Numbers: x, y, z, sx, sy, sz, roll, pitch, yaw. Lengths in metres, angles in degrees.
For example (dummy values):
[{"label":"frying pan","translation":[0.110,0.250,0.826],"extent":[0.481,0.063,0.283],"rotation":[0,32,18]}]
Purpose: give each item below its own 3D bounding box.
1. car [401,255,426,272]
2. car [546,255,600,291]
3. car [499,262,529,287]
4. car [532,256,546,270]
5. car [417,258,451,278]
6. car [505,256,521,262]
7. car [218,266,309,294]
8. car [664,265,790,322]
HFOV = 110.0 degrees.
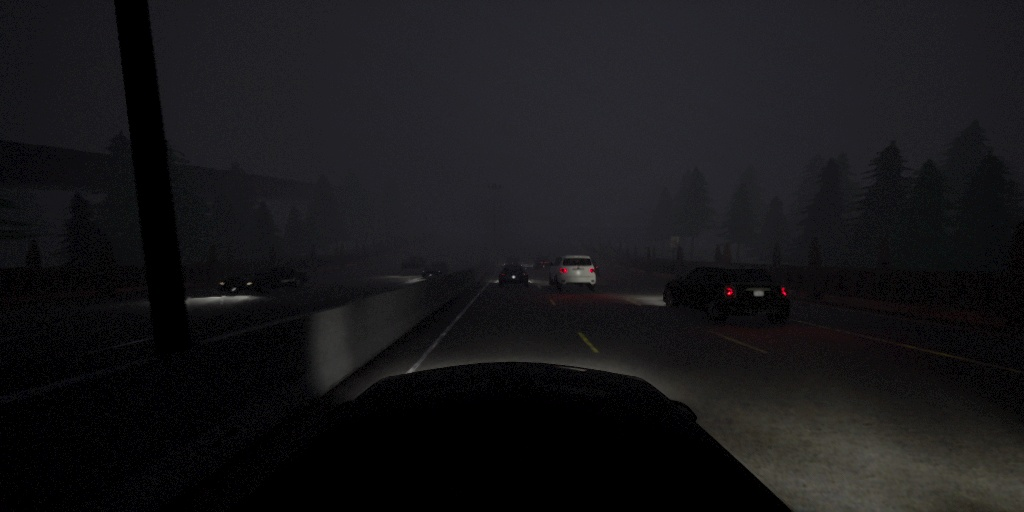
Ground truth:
[{"label":"car","translation":[-10.491,0.698,38.685],"extent":[1.882,1.535,5.008],"rotation":[0,3,0]},{"label":"car","translation":[3.605,0.973,22.136],"extent":[2.150,2.045,5.566],"rotation":[0,0,0]},{"label":"car","translation":[0.106,1.316,24.835],"extent":[1.994,1.385,4.181],"rotation":[0,0,0]},{"label":"car","translation":[3.606,0.766,43.057],"extent":[1.837,1.490,4.892],"rotation":[0,3,0]},{"label":"car","translation":[-7.038,1.217,33.833],"extent":[2.033,1.411,5.357],"rotation":[0,1,0]},{"label":"car","translation":[0.106,0.718,44.354],"extent":[2.033,1.411,5.357],"rotation":[0,4,0]},{"label":"car","translation":[-14.059,1.300,20.791],"extent":[2.033,1.411,5.357],"rotation":[0,0,0]},{"label":"car","translation":[7.103,1.104,12.447],"extent":[2.097,1.767,4.553],"rotation":[0,0,0]}]
